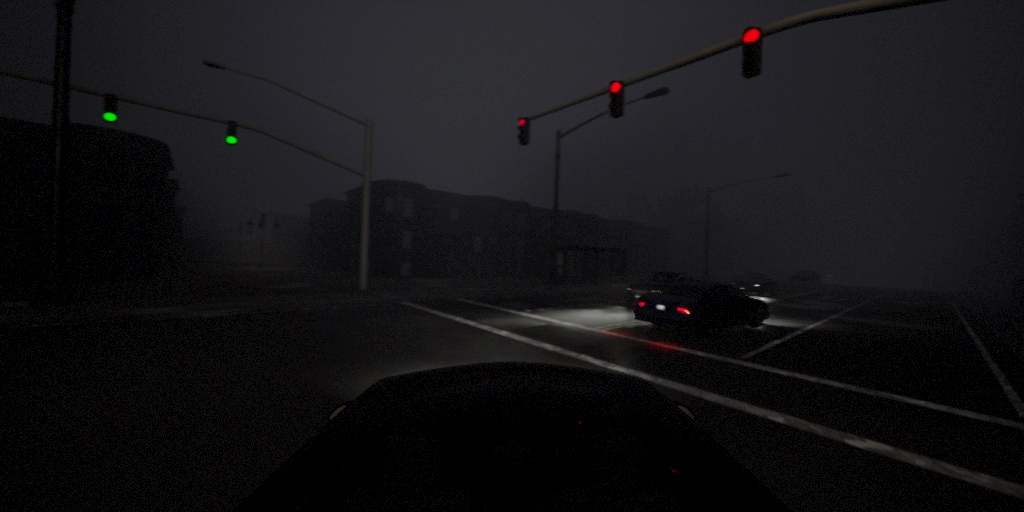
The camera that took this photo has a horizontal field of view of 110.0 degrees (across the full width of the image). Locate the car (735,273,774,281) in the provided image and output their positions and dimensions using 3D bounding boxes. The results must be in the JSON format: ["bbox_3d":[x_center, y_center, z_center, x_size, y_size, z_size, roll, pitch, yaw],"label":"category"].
[{"bbox_3d":[16.671,1.892,24.694,4.674,1.442,1.812,2,0,-41],"label":"car"}]

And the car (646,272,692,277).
[{"bbox_3d":[7.139,1.500,16.577,4.902,1.511,2.128,2,0,-41],"label":"car"}]

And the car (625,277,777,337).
[{"bbox_3d":[6.061,1.520,11.201,5.357,1.411,2.033,2,0,-36],"label":"car"}]

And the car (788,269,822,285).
[{"bbox_3d":[28.289,1.955,34.490,5.357,1.411,2.033,2,0,-40],"label":"car"}]
